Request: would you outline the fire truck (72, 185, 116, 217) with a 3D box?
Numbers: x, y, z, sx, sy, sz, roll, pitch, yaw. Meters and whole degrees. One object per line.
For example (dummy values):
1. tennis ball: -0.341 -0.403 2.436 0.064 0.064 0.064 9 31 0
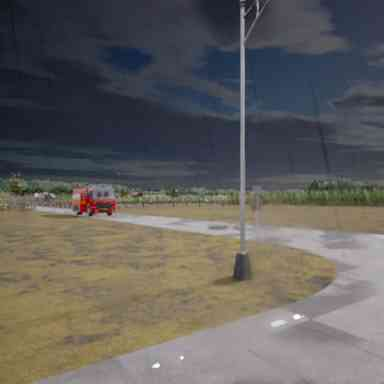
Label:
1. fire truck: -12.625 1.062 42.337 2.891 3.827 8.468 0 -1 -35
